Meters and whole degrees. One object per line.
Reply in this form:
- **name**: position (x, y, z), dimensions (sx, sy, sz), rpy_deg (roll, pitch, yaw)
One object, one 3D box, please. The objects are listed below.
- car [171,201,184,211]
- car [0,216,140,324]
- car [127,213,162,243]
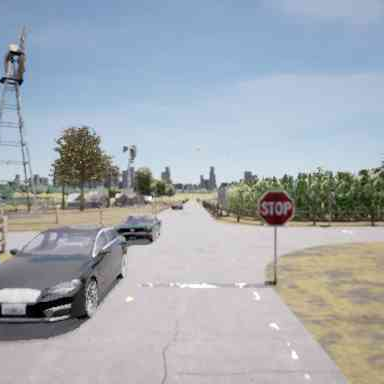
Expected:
- **car**: position (-2.422, 2.256, 55.883), dimensions (1.882, 1.535, 5.008), rpy_deg (0, -1, 0)
- **car**: position (-2.711, 1.547, 7.546), dimensions (2.128, 1.511, 4.902), rpy_deg (0, 0, 0)
- **car**: position (-2.666, 1.787, 17.192), dimensions (1.895, 1.301, 4.718), rpy_deg (-1, -1, 0)
